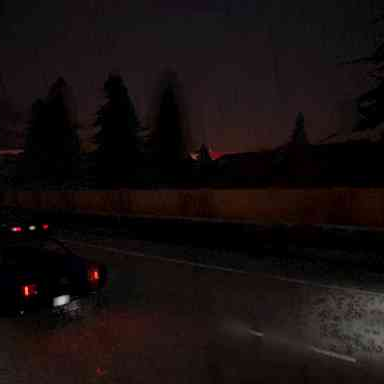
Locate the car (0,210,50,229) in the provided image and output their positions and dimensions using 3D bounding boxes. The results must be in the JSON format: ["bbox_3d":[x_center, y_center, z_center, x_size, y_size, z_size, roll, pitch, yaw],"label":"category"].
[{"bbox_3d":[-8.602,1.570,15.720,5.357,1.411,2.033,0,0,42],"label":"car"}]

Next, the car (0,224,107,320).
[{"bbox_3d":[-4.017,1.611,7.212,4.718,1.301,1.895,0,0,39],"label":"car"}]
